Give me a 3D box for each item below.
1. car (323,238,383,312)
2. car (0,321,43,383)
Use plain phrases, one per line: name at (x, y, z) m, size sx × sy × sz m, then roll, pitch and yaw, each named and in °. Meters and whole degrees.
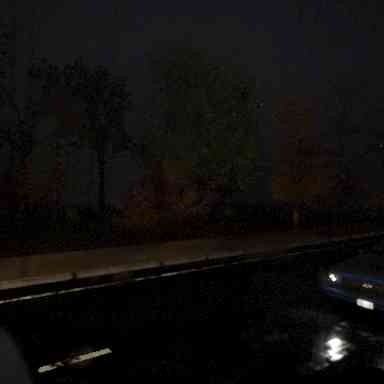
car at (5.187, 1.549, 7.279) m, size 5.357 × 1.411 × 2.033 m, roll 0°, pitch 0°, yaw -35°
car at (-3.382, 1.545, 1.257) m, size 5.357 × 1.411 × 2.033 m, roll 0°, pitch 0°, yaw -39°
